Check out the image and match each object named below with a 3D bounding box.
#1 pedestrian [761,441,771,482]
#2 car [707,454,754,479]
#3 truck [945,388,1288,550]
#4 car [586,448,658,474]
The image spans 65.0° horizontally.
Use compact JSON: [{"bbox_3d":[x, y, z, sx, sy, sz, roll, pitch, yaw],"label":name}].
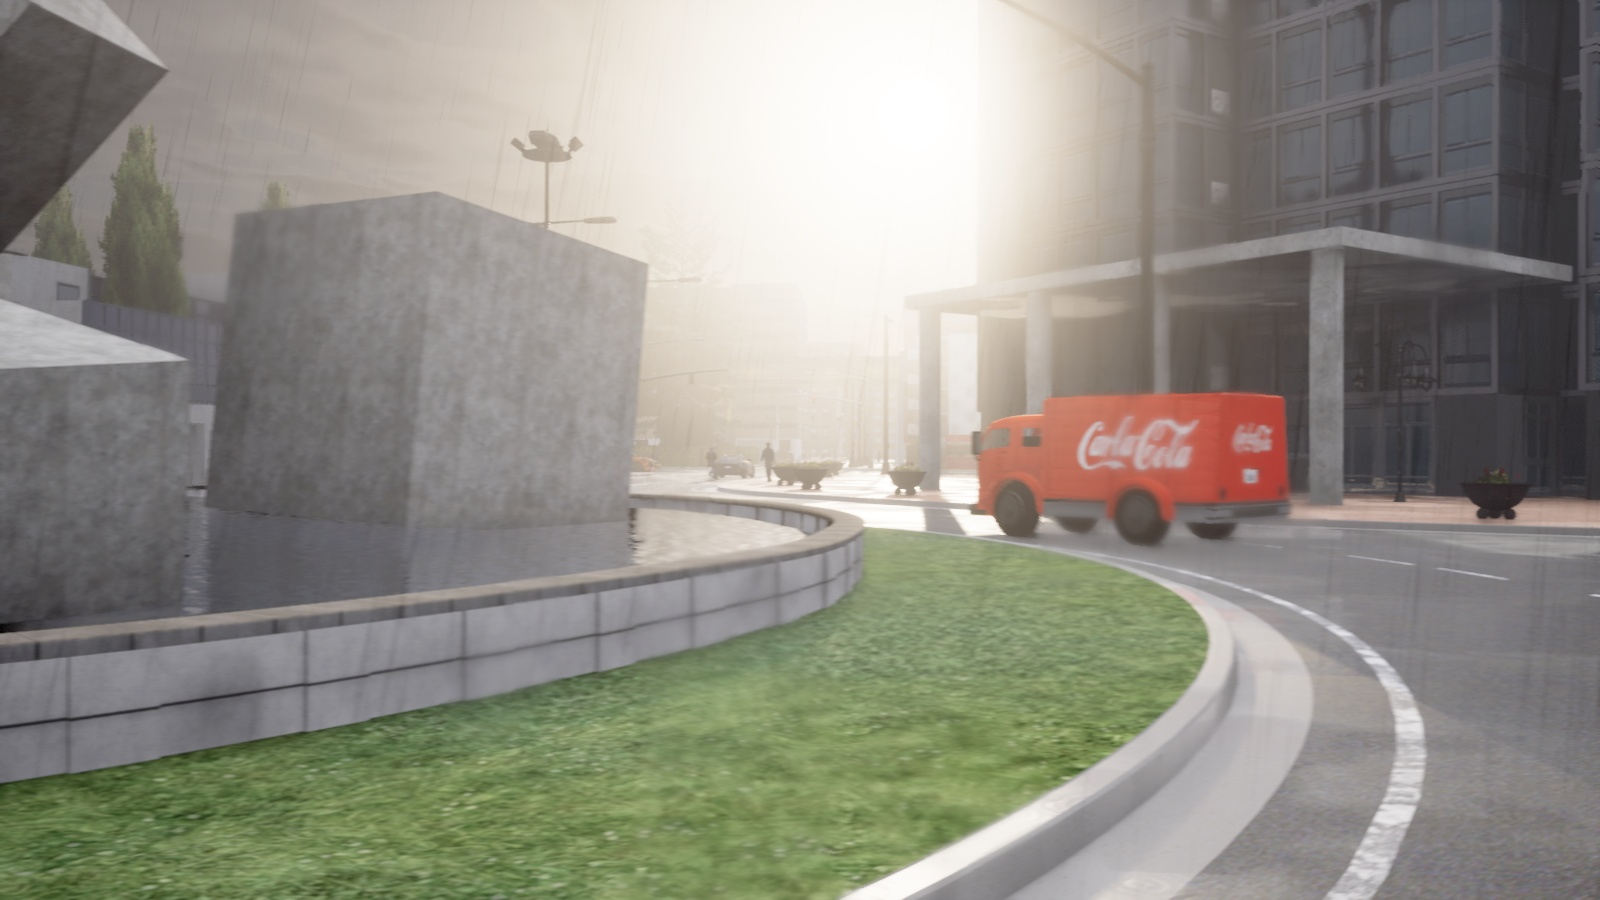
[{"bbox_3d":[-1.525,0.513,55.870,0.370,1.835,0.726,0,0,3],"label":"pedestrian"},{"bbox_3d":[-3.927,0.945,71.760,1.994,1.385,4.181,0,0,6],"label":"car"},{"bbox_3d":[5.358,0.288,21.834,2.627,2.467,5.204,0,0,-42],"label":"truck"},{"bbox_3d":[-12.418,0.782,87.677,4.553,1.767,2.097,0,0,15],"label":"car"}]
